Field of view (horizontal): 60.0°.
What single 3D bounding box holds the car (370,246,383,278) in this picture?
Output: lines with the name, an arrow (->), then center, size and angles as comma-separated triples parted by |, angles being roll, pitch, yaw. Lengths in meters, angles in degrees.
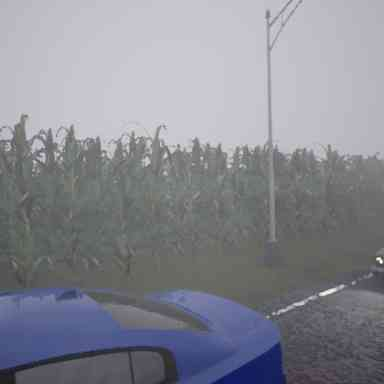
car -> 6.442, 1.285, 8.137 | 5.357, 1.411, 2.033 | -2, 1, -38

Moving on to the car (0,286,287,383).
car -> -1.527, 1.493, 1.890 | 5.008, 1.535, 1.882 | -2, 1, -38
